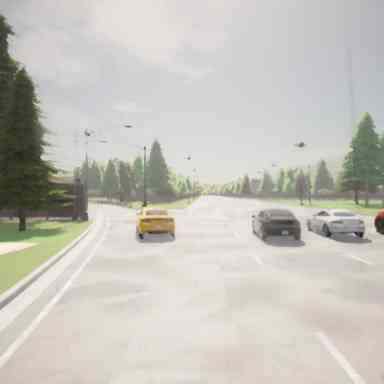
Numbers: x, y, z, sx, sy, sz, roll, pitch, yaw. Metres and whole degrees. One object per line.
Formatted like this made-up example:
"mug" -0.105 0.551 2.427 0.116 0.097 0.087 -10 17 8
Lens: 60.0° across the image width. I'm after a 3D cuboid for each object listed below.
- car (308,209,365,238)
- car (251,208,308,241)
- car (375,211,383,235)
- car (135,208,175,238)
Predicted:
"car" 7.857 1.647 18.459 1.812 1.442 4.674 0 0 2
"car" 4.338 1.630 17.601 1.837 1.490 4.892 0 0 2
"car" 11.298 1.315 16.385 2.150 2.045 5.566 0 0 2
"car" -2.170 1.634 19.081 1.882 1.535 5.008 0 0 -12
